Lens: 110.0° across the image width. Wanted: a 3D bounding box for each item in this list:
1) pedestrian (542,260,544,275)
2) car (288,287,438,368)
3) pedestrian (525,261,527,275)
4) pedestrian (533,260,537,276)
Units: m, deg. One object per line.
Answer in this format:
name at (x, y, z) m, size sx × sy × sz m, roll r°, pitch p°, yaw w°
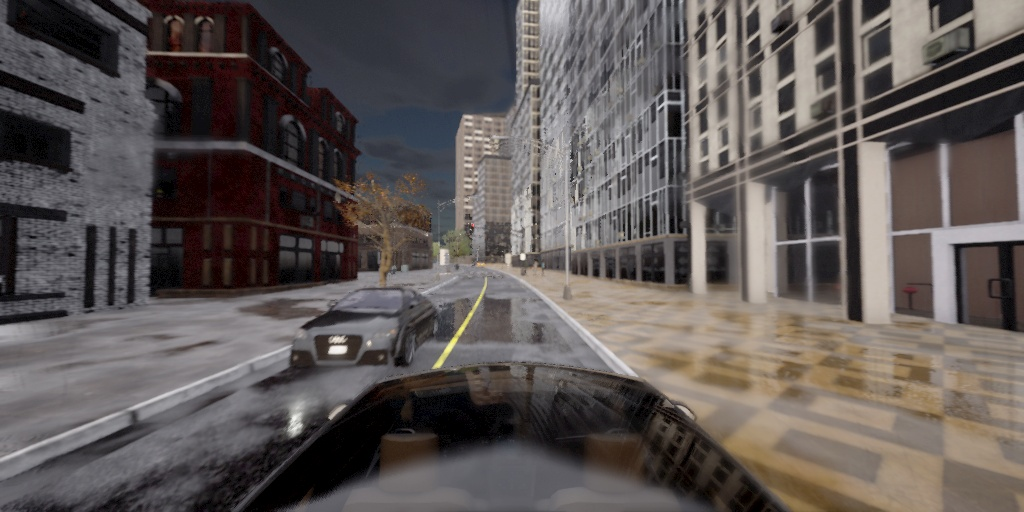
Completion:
pedestrian at (3.733, 1.445, 43.736) m, size 0.375 × 1.860 × 0.375 m, roll 1°, pitch -2°, yaw -5°
car at (-2.924, 1.398, 7.960) m, size 1.994 × 1.385 × 4.181 m, roll 0°, pitch -1°, yaw -1°
pedestrian at (1.691, 1.433, 44.171) m, size 0.375 × 1.860 × 0.375 m, roll 1°, pitch -2°, yaw -5°
pedestrian at (2.786, 1.425, 43.057) m, size 0.375 × 1.860 × 0.375 m, roll 1°, pitch -2°, yaw -5°
